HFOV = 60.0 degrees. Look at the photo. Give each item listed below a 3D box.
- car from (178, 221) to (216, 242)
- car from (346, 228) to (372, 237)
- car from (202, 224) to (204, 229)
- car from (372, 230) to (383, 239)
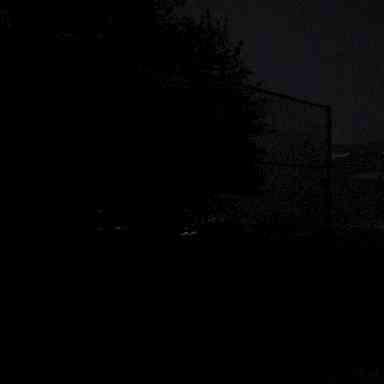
[{"bbox_3d":[0.687,4.510,38.803,2.185,1.767,4.553,-1,1,36],"label":"car"},{"bbox_3d":[20.440,4.447,39.836,2.163,1.488,4.792,0,0,36],"label":"car"},{"bbox_3d":[2.372,4.510,36.289,2.185,1.767,4.553,-1,1,36],"label":"car"},{"bbox_3d":[22.063,4.418,37.354,2.097,1.535,5.008,0,0,37],"label":"car"}]
